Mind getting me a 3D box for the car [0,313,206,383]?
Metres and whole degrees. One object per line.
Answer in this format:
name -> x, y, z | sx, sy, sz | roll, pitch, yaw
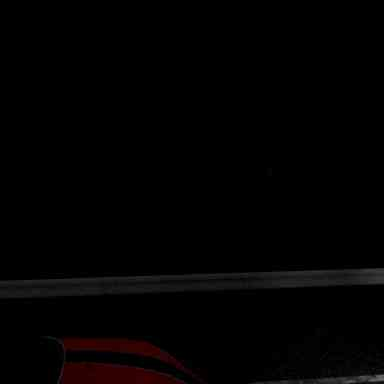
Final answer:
car -> -1.890, 1.352, 1.623 | 4.553, 1.767, 2.097 | 0, 0, -6
